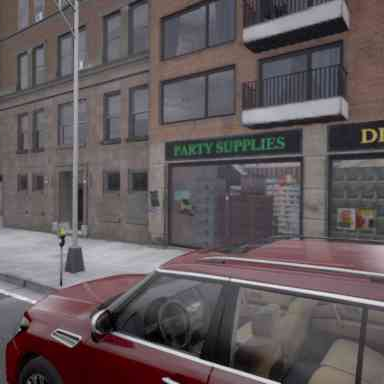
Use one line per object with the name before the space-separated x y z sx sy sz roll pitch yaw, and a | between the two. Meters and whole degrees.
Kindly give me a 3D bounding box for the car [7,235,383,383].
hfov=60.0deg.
car | 0.571 1.314 2.659 5.009 1.841 2.192 0 1 35
